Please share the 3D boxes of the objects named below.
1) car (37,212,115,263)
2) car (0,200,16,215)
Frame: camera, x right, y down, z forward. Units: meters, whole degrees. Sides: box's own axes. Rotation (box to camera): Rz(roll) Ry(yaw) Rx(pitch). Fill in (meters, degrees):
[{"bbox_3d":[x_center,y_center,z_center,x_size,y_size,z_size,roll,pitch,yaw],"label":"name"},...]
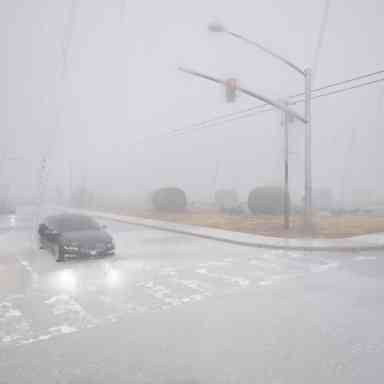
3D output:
[{"bbox_3d":[-4.434,1.572,12.346,1.837,1.490,4.892,0,2,-35],"label":"car"},{"bbox_3d":[-18.835,1.539,33.131,1.812,1.442,4.674,0,1,-35],"label":"car"}]
